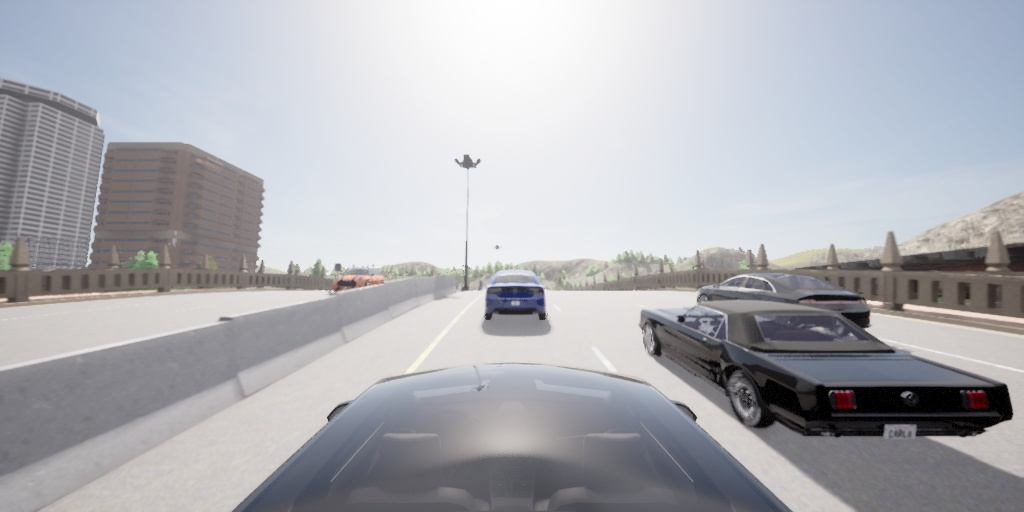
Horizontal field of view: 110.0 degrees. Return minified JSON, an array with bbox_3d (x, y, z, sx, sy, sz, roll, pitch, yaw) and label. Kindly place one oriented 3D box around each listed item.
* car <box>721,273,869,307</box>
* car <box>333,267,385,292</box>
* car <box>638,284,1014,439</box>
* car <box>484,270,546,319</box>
[{"bbox_3d":[7.103,1.221,10.095,2.128,1.511,4.902,0,0,0],"label":"car"},{"bbox_3d":[-10.588,1.620,25.153,2.097,1.767,4.553,0,-4,0],"label":"car"},{"bbox_3d":[3.602,1.335,5.542,1.895,1.301,4.718,0,0,0],"label":"car"},{"bbox_3d":[0.104,1.233,12.701,1.882,1.535,5.008,0,-1,0],"label":"car"}]
